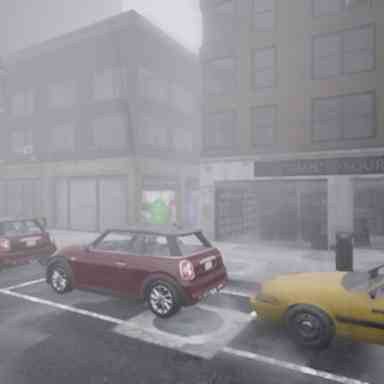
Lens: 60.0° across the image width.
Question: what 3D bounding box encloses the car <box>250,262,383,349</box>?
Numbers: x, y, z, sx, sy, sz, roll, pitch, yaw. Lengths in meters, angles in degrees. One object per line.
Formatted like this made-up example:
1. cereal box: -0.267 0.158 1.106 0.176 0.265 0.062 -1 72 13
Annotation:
1. car: 3.267 1.525 4.700 4.829 1.417 1.752 0 0 30

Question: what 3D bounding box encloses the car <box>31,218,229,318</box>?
1. car: -1.357 1.438 7.398 4.097 1.590 1.967 0 0 30

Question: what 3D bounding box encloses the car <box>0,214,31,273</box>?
1. car: -6.127 1.437 10.183 4.097 1.590 1.967 0 0 30
